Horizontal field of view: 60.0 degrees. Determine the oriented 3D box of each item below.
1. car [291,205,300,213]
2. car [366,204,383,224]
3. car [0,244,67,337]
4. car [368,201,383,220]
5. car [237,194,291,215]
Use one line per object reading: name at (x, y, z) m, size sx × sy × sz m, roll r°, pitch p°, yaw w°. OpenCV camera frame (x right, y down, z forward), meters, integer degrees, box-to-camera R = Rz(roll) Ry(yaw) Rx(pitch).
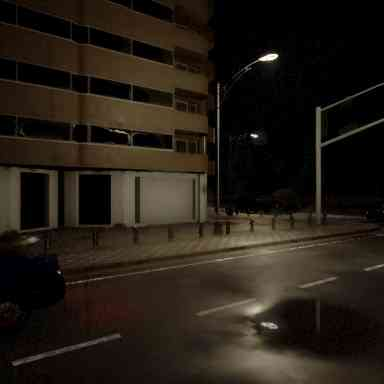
car at (9.671, 1.656, 37.171) m, size 1.895 × 1.301 × 4.718 m, roll 0°, pitch 0°, yaw -36°
car at (14.114, 1.569, 22.272) m, size 2.033 × 1.411 × 5.357 m, roll 0°, pitch -1°, yaw -10°
car at (-4.415, 1.526, 5.132) m, size 4.674 × 1.442 × 1.812 m, roll 0°, pitch 0°, yaw -35°
car at (17.152, 1.551, 26.816) m, size 1.837 × 1.490 × 4.892 m, roll 0°, pitch -1°, yaw -36°
car at (7.131, 1.277, 34.732) m, size 2.150 × 2.045 × 5.566 m, roll 0°, pitch 0°, yaw -36°
